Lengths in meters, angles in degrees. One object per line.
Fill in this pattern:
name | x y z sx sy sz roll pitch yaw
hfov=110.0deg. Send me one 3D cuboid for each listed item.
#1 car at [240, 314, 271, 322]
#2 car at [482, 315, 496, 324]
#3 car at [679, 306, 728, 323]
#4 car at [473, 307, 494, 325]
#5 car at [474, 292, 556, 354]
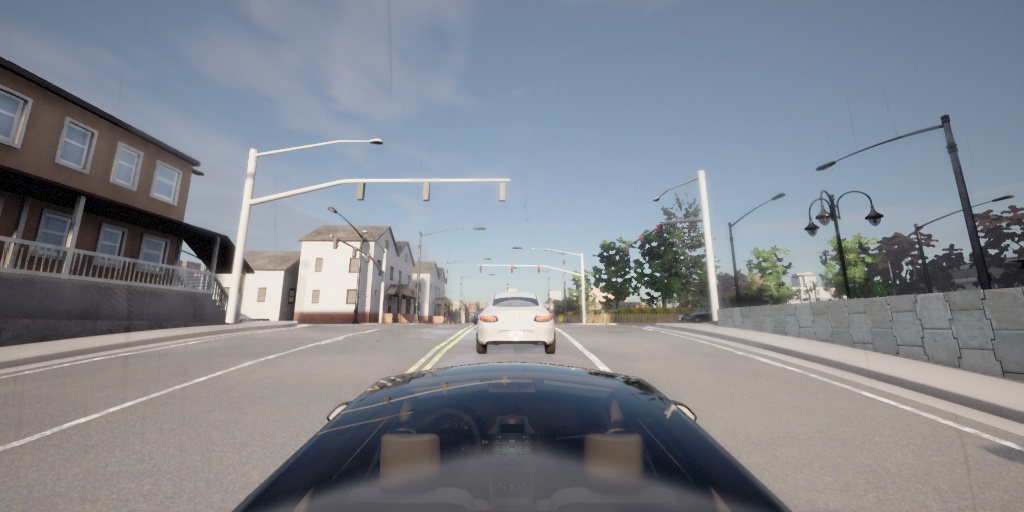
car | -20.139 5.101 25.551 5.566 2.045 2.150 -9 -10 -1
car | -3.576 9.939 55.988 1.812 1.442 4.674 0 -11 0
car | 16.000 4.810 28.888 4.902 1.511 2.128 0 -11 1
car | -3.588 7.728 45.876 2.150 2.045 5.566 0 -11 0
car | 0.091 1.707 9.765 1.812 1.442 4.674 0 -6 0
